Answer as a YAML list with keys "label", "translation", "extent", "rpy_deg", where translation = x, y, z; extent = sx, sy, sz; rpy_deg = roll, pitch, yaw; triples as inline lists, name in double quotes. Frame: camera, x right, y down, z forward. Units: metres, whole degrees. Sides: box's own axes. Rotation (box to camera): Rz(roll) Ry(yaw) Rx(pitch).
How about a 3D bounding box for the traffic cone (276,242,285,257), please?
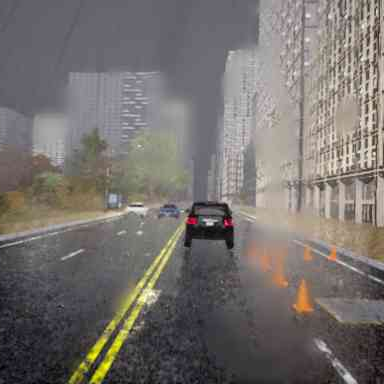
- label: "traffic cone"
  translation: [3.469, 2.240, 12.897]
  extent: [0.340, 0.580, 0.340]
  rpy_deg: [2, -1, 2]

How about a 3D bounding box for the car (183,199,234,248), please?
- label: "car"
  translation: [0.820, 1.462, 16.492]
  extent: [2.150, 2.045, 5.566]
  rpy_deg: [2, -1, 2]

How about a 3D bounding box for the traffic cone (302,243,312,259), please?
- label: "traffic cone"
  translation: [4.468, 2.274, 12.871]
  extent: [0.340, 0.580, 0.340]
  rpy_deg: [2, -1, 2]

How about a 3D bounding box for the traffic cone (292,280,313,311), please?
- label: "traffic cone"
  translation: [2.312, 2.122, 6.926]
  extent: [0.340, 0.580, 0.340]
  rpy_deg: [2, -1, 2]

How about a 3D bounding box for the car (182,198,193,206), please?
- label: "car"
  translation: [-1.007, 2.228, 74.217]
  extent: [2.097, 1.767, 4.553]
  rpy_deg: [2, -1, 2]

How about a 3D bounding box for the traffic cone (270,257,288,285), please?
- label: "traffic cone"
  translation: [2.364, 2.149, 8.925]
  extent: [0.340, 0.580, 0.340]
  rpy_deg: [2, -1, 2]

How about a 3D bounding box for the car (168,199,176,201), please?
- label: "car"
  translation: [-4.260, 2.287, 74.271]
  extent: [1.812, 1.442, 4.674]
  rpy_deg: [2, -1, 2]

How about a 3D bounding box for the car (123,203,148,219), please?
- label: "car"
  translation: [-5.451, 1.789, 32.974]
  extent: [1.812, 1.442, 4.674]
  rpy_deg: [2, -1, 2]

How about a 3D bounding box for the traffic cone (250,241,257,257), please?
- label: "traffic cone"
  translation: [2.470, 2.206, 12.924]
  extent: [0.340, 0.580, 0.340]
  rpy_deg: [2, -1, 2]

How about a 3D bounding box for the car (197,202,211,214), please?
- label: "car"
  translation: [1.594, 2.235, 46.221]
  extent: [1.812, 1.442, 4.674]
  rpy_deg: [2, -1, 2]

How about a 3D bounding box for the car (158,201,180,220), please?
- label: "car"
  translation: [-2.204, 1.899, 32.892]
  extent: [1.812, 1.442, 4.674]
  rpy_deg: [2, -1, 2]

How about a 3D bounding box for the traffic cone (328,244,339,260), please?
- label: "traffic cone"
  translation: [5.467, 2.308, 12.843]
  extent: [0.340, 0.580, 0.340]
  rpy_deg: [2, -1, 2]

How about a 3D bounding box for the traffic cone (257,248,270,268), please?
- label: "traffic cone"
  translation: [2.417, 2.177, 10.925]
  extent: [0.340, 0.580, 0.340]
  rpy_deg: [2, -1, 2]
